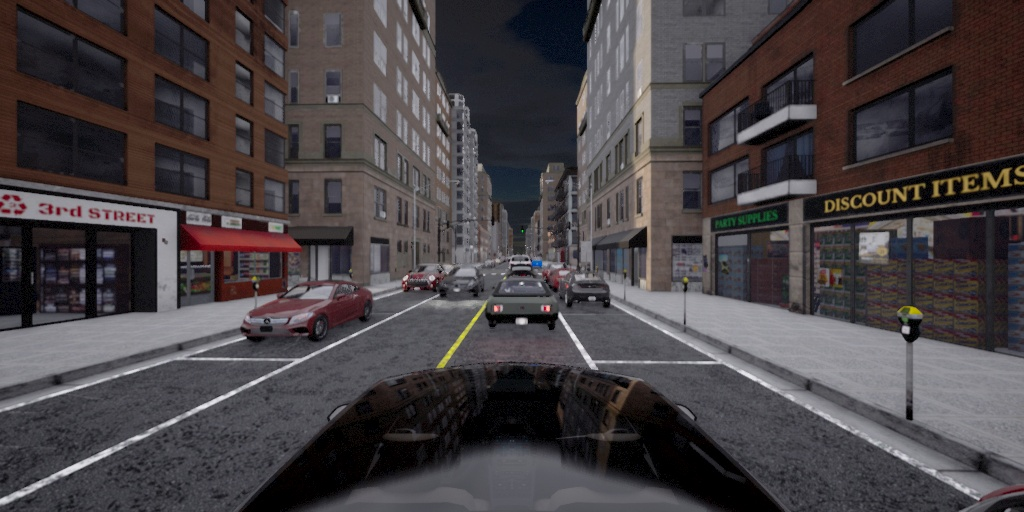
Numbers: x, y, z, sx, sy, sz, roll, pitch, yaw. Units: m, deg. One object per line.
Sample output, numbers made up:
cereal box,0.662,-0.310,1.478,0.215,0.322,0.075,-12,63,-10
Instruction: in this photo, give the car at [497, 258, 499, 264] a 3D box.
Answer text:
car,-3.836,1.276,64.606,1.888,1.381,4.507,0,0,1

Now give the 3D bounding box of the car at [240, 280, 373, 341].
car,-5.220,1.330,9.786,1.802,1.307,4.207,0,0,1

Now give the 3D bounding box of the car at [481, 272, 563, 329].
car,0.309,1.348,11.235,1.895,1.301,4.718,0,0,2

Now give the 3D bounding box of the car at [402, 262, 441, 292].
car,-4.941,1.185,20.820,1.967,1.591,4.097,0,0,1

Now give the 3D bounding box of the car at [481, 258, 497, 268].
car,-3.979,1.283,58.926,2.007,1.370,4.403,0,0,1

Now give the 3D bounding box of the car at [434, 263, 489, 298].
car,-2.453,1.271,18.599,1.812,1.442,4.674,0,0,2

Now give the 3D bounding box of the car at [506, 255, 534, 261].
car,0.827,0.960,35.750,2.150,2.045,5.566,0,0,1

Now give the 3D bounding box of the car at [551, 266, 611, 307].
car,2.942,1.297,15.108,2.007,1.370,4.403,0,0,1

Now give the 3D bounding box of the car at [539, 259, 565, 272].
car,3.221,1.183,26.142,1.967,1.591,4.097,0,0,1

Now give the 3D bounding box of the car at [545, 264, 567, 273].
car,3.082,1.327,20.625,1.802,1.307,4.207,0,0,1

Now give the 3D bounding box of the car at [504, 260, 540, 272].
car,0.597,1.251,22.739,1.837,1.490,4.892,0,1,1

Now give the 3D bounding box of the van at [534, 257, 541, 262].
van,4.044,1.073,58.732,1.690,1.789,3.998,0,0,1
